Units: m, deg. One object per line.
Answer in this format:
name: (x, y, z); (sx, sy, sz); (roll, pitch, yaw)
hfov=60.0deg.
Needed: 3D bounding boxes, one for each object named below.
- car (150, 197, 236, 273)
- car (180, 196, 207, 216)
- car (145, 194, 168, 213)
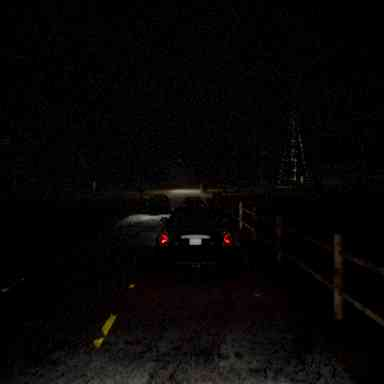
car: (0.089, 1.211, 10.344); (2.097, 1.767, 4.553); (0, 1, 0)
car: (0.094, 1.060, 26.705); (1.994, 1.385, 4.181); (0, 2, 0)
car: (-2.846, 0.923, 28.510); (1.882, 1.535, 5.008); (0, 2, 0)
